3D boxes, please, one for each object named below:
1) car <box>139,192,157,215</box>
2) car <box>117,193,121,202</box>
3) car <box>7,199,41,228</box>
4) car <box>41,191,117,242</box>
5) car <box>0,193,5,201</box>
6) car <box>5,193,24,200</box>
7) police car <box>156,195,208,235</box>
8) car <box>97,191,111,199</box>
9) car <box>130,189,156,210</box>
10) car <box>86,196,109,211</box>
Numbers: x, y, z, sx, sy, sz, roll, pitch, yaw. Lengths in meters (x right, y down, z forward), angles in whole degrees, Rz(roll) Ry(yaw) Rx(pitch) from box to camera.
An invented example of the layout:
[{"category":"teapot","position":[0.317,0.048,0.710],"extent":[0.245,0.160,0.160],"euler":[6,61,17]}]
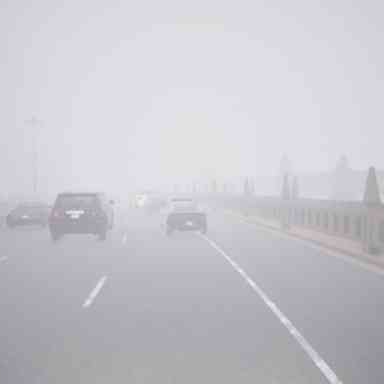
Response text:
[{"category":"car","position":[-2.977,1.062,27.801],"extent":[1.837,1.490,4.892],"euler":[0,1,-16]},{"category":"car","position":[-11.839,0.758,50.064],"extent":[1.812,1.442,4.674],"euler":[-1,1,-20]},{"category":"car","position":[-9.337,1.265,19.746],"extent":[1.994,1.385,4.181],"euler":[0,1,-12]},{"category":"car","position":[-4.891,0.982,15.309],"extent":[2.150,2.045,5.566],"euler":[0,1,-9]},{"category":"car","position":[-33.123,0.810,56.634],"extent":[1.895,1.301,4.718],"euler":[-1,1,-20]},{"category":"car","position":[-28.401,0.799,53.863],"extent":[1.994,1.385,4.181],"euler":[-1,1,-20]},{"category":"police car","position":[-0.544,1.148,17.183],"extent":[1.930,1.638,5.238],"euler":[0,1,-10]},{"category":"car","position":[-16.638,0.599,62.756],"extent":[2.033,1.411,5.357],"euler":[-1,1,-20]},{"category":"car","position":[-4.984,0.684,34.118],"extent":[2.150,2.045,5.566],"euler":[-1,1,-19]},{"category":"car","position":[-9.514,1.089,33.240],"extent":[1.895,1.301,4.718],"euler":[-1,1,-19]}]
